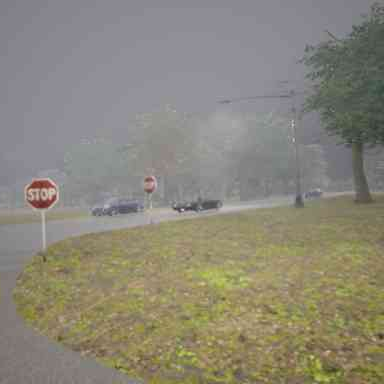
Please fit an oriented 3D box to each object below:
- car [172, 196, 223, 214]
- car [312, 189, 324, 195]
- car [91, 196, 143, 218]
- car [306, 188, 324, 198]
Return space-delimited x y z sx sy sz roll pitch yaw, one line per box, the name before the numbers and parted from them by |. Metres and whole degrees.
car | 0.548 0.968 26.255 1.895 1.301 4.718 -4 -1 34
car | 32.223 0.051 85.165 1.895 1.301 4.718 -4 -1 34
car | -6.378 1.168 28.524 2.097 1.767 4.553 -4 -1 34
car | 20.819 0.036 56.725 2.097 1.767 4.553 -4 -1 30
